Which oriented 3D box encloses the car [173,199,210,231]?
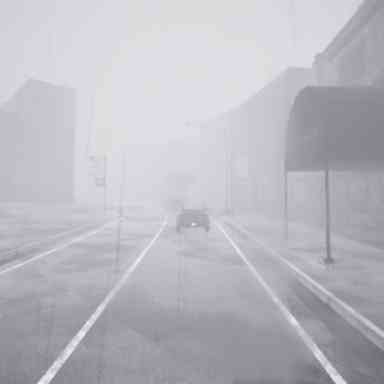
[{"bbox_3d":[0.009,1.420,19.947,1.837,1.490,4.892,0,1,-1],"label":"car"}]

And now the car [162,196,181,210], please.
[{"bbox_3d":[-2.185,1.184,37.816,1.837,1.490,4.892,1,1,-14],"label":"car"}]
